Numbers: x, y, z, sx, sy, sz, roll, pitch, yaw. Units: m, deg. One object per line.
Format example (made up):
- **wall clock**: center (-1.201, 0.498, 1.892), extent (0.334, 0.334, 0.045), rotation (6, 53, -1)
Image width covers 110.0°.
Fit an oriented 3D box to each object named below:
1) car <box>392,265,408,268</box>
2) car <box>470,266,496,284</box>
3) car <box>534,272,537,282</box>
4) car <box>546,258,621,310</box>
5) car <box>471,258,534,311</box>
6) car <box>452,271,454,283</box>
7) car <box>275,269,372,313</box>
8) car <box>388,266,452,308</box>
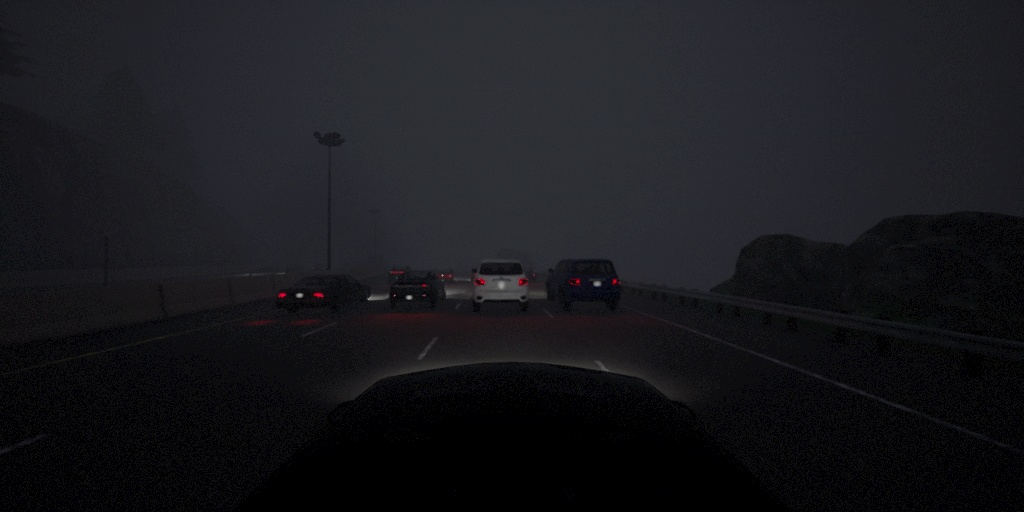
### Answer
- **car**: center (-9.545, 1.563, 31.224), extent (2.128, 1.511, 4.902), rotation (0, 0, -9)
- **car**: center (-2.643, 1.643, 32.361), extent (1.994, 1.385, 4.181), rotation (0, -1, -9)
- **car**: center (0.873, 1.681, 32.613), extent (1.895, 1.301, 4.718), rotation (0, -1, -9)
- **car**: center (2.928, 1.124, 15.765), extent (2.150, 2.045, 5.566), rotation (0, 0, -4)
- **car**: center (-0.563, 1.123, 15.512), extent (2.150, 2.045, 5.566), rotation (0, 0, -4)
- **car**: center (-6.044, 1.672, 31.527), extent (1.895, 1.301, 4.718), rotation (0, -1, -9)
- **car**: center (-7.539, 1.443, 14.934), extent (2.033, 1.411, 5.357), rotation (0, -1, -4)
- **car**: center (-4.136, 1.399, 16.164), extent (2.128, 1.511, 4.902), rotation (0, 0, -5)
